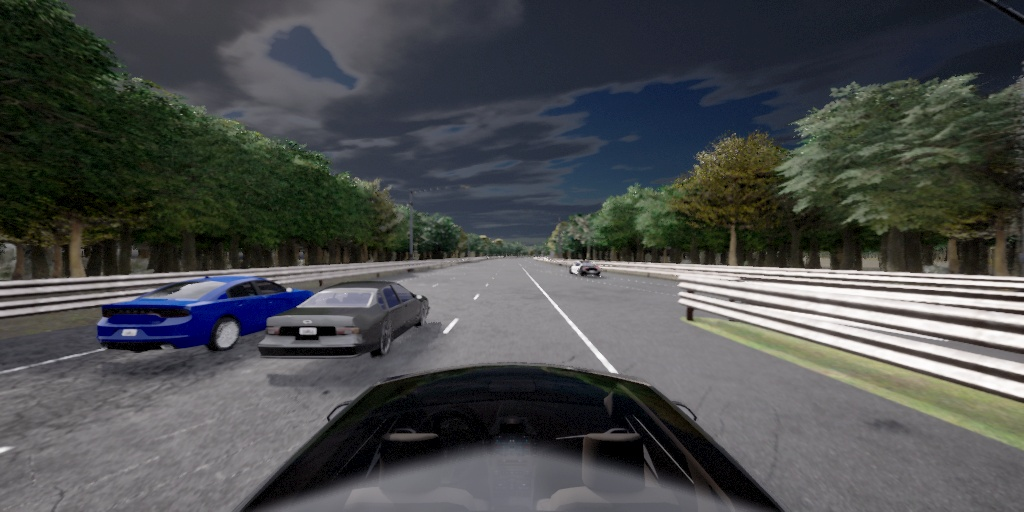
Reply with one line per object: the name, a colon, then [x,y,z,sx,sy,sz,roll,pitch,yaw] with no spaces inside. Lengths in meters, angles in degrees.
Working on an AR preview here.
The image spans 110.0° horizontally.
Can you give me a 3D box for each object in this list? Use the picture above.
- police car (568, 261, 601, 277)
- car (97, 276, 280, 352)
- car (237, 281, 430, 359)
police car: [7.188,1.283,36.270,2.038,1.542,4.974,0,0,-9]
car: [-6.896,1.230,8.940,1.882,1.535,5.008,0,0,0]
car: [-3.397,1.300,8.482,2.033,1.411,5.357,0,0,0]
